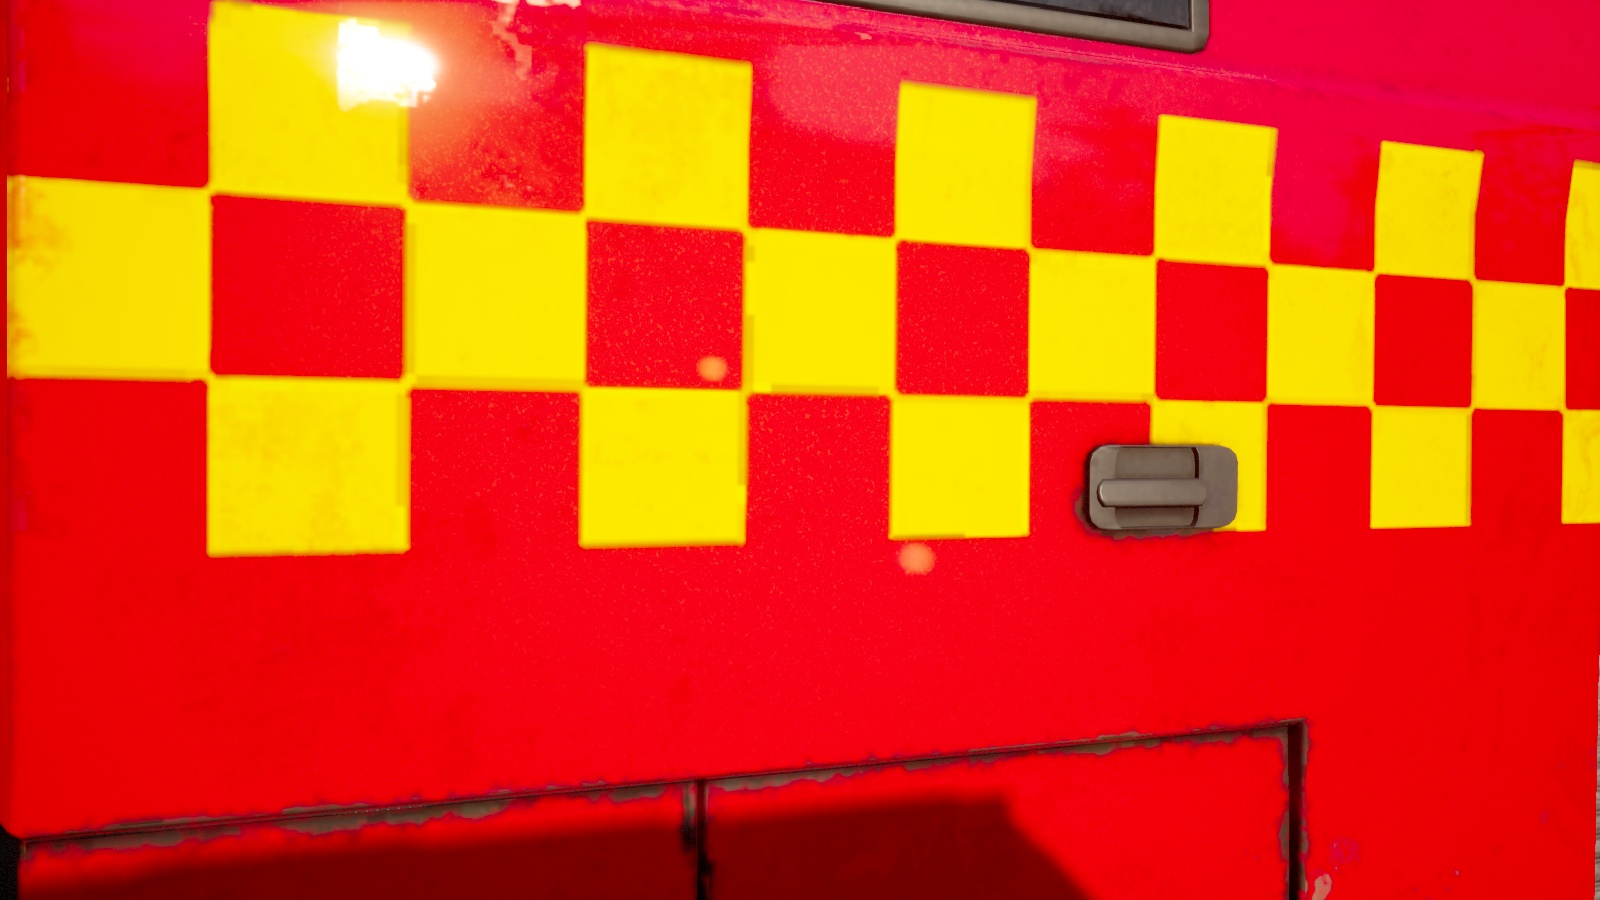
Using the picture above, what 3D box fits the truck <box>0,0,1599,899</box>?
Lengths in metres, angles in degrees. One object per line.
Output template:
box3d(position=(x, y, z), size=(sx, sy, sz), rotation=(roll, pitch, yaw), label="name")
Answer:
box3d(position=(0.048, -0.420, 3.242), size=(8.468, 3.827, 2.891), rotation=(-1, 1, -21), label="truck")
